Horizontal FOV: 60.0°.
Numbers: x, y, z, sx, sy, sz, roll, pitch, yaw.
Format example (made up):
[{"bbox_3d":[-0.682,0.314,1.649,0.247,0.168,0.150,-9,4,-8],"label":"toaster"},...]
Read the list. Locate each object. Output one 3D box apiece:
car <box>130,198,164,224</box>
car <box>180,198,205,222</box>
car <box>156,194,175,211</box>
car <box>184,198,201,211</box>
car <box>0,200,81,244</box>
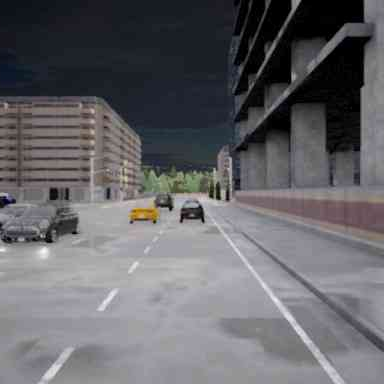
[{"bbox_3d":[-3.476,1.513,25.429,1.882,1.535,5.008,0,0,0],"label":"car"},{"bbox_3d":[0.029,1.514,26.595,1.882,1.535,5.008,0,0,0],"label":"car"},{"bbox_3d":[-3.459,1.280,41.911,2.150,2.045,5.566,0,0,0],"label":"car"},{"bbox_3d":[0.047,1.551,42.958,2.128,1.511,4.902,0,0,0],"label":"car"},{"bbox_3d":[-7.018,1.372,15.927,2.097,1.767,4.553,0,0,0],"label":"car"}]
